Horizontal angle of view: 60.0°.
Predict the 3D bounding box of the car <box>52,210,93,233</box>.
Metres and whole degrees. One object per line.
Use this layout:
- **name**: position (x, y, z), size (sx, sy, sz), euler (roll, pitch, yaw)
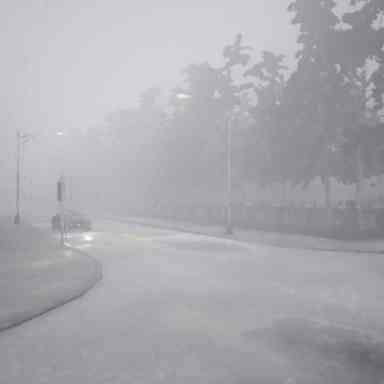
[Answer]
- **car**: position (-8.317, 1.940, 22.921), size (1.994, 1.385, 4.181), euler (1, -1, -33)
